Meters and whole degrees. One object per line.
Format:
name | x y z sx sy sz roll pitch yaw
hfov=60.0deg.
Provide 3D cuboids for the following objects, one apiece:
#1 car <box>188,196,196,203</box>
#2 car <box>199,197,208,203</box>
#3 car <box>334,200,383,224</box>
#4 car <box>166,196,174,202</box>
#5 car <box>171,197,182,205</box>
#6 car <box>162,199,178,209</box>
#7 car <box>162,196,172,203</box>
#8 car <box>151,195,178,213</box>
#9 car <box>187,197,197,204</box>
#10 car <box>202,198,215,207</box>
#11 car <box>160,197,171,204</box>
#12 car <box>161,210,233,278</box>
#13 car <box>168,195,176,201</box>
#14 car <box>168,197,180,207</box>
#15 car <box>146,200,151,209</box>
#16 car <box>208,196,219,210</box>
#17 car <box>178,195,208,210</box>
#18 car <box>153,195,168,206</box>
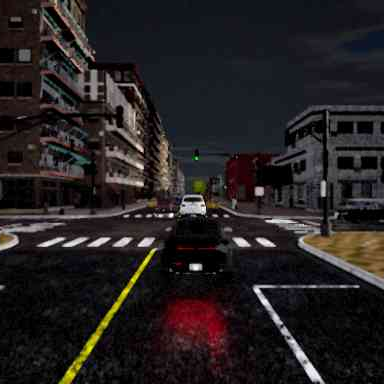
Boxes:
car | -0.019 1.771 80.340 2.033 1.411 5.357 0 0 0
car | 2.675 1.768 76.764 2.008 1.369 4.403 0 0 0
car | 13.435 1.601 25.419 4.902 1.511 2.128 0 0 0
car | -5.709 1.805 87.841 1.887 1.381 4.507 0 0 0
car | -3.016 1.744 66.623 1.994 1.385 4.181 0 0 0
car | -3.087 1.719 47.551 1.895 1.301 4.718 0 0 0
car | -5.706 1.742 76.592 1.752 1.417 4.829 0 0 0
car | -3.108 1.444 38.609 2.097 1.767 4.553 0 0 0
car | -0.016 1.732 70.024 2.033 1.411 5.357 0 0 0
car | 2.680 1.722 54.608 1.802 1.307 4.206 0 0 0
car | -5.705 1.747 71.223 2.008 1.369 4.403 0 0 0
car | 0.200 1.526 10.249 1.837 1.490 4.892 0 0 3
car | -5.710 1.723 93.380 1.967 1.590 4.097 0 0 0
car | -3.027 1.672 56.608 1.812 1.442 4.674 0 0 0
car | -5.699 1.648 48.896 1.752 1.417 4.829 0 0 0
car | 2.683 1.633 43.700 1.752 1.417 4.829 0 0 0
car | 0.095 1.308 30.783 2.150 2.045 5.566 0 0 0
car | -5.701 1.473 60.145 2.192 1.841 5.009 0 0 0
